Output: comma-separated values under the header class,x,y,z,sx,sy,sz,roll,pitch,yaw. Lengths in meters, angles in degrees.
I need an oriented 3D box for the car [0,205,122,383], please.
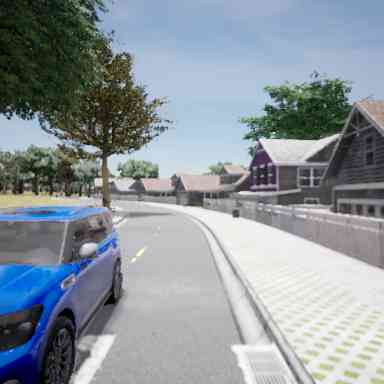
class,x,y,z,sx,sy,sz,roll,pitch,yaw
car,-2.551,1.276,5.350,2.150,2.045,5.566,0,-1,-2
